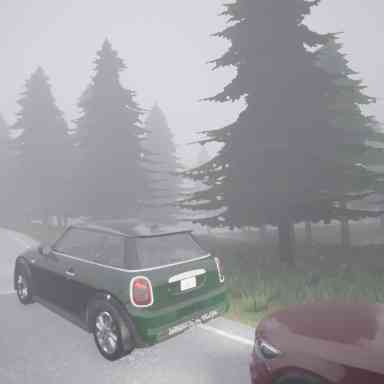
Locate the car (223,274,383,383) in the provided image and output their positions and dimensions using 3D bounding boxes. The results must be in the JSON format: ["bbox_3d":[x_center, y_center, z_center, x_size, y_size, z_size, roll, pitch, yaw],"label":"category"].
[{"bbox_3d":[2.744,1.531,2.598,4.674,1.442,1.812,1,0,36],"label":"car"}]

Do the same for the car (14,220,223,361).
[{"bbox_3d":[-1.580,1.308,6.226,4.553,1.767,2.097,1,1,44],"label":"car"}]
